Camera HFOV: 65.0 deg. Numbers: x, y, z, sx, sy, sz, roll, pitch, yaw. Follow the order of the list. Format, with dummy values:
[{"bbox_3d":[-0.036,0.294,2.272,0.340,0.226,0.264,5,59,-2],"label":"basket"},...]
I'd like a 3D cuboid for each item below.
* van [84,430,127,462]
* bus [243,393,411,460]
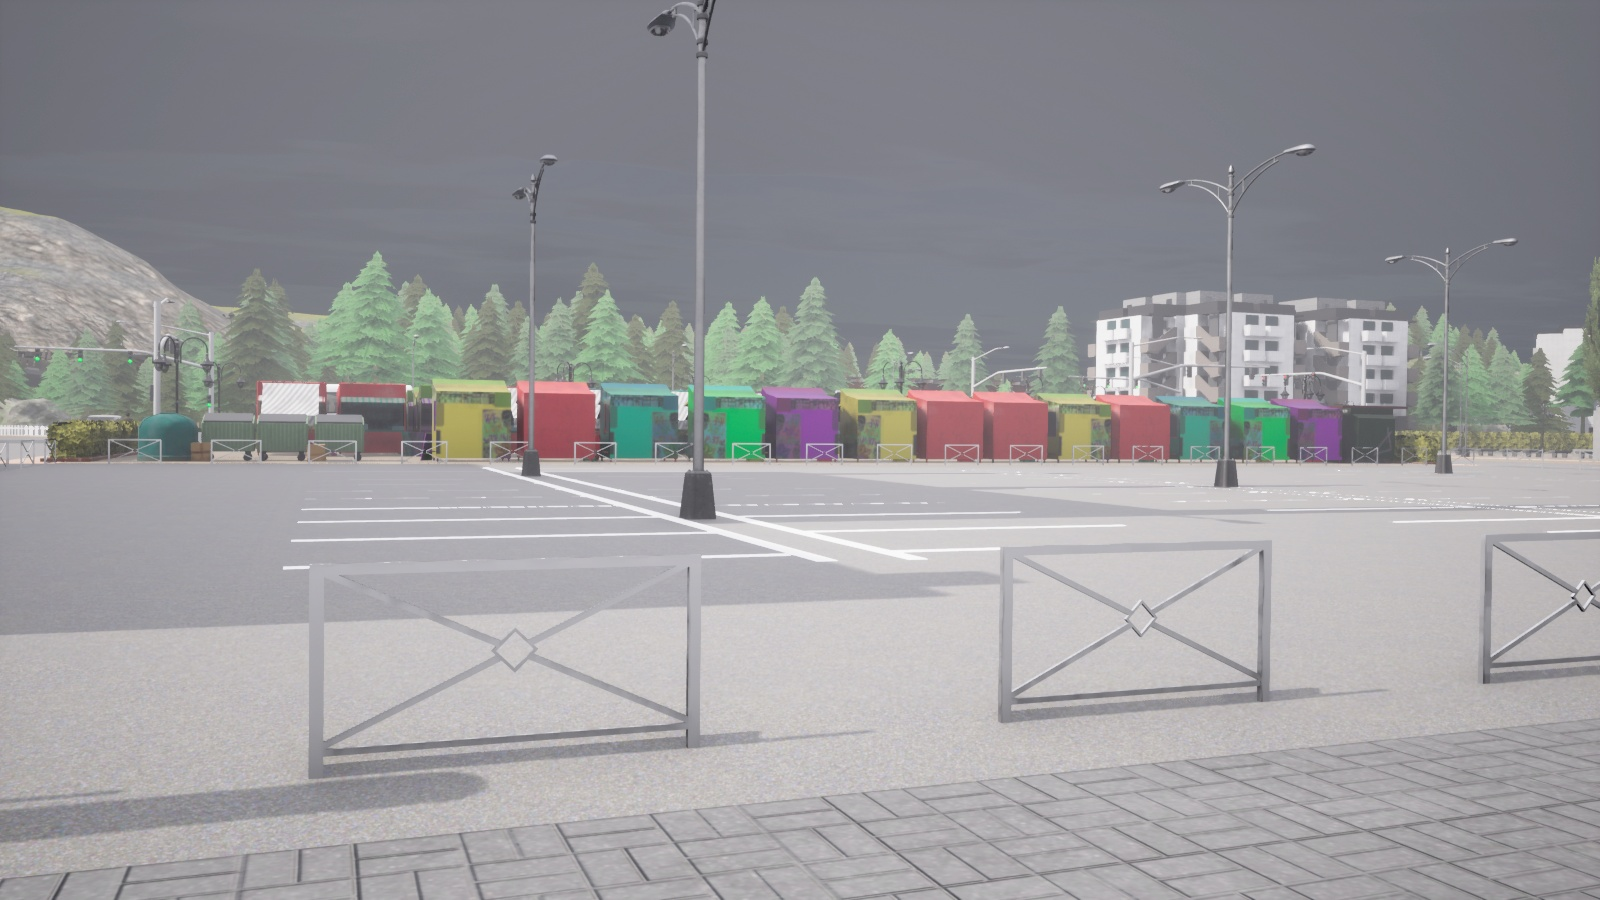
[{"bbox_3d":[-44.477,-0.294,80.466,1.775,1.987,4.442,-1,1,-21],"label":"van"},{"bbox_3d":[-31.634,-1.609,84.335,10.273,4.253,3.944,-1,1,-21],"label":"bus"}]
